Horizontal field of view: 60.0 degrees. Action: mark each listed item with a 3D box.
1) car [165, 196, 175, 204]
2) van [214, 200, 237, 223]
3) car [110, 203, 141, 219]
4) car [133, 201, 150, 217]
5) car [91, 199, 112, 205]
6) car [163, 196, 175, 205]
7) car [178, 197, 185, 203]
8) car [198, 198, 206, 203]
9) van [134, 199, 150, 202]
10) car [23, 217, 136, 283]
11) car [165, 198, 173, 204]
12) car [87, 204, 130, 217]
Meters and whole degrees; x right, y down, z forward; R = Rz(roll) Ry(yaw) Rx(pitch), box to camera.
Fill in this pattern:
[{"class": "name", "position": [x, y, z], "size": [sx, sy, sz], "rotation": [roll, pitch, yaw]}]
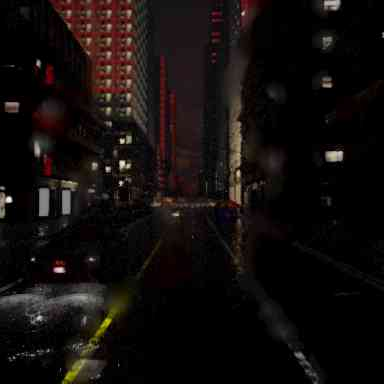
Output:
[{"class": "car", "position": [-5.665, 2.057, 87.523], "size": [2.192, 1.841, 5.009], "rotation": [1, 0, 0]}, {"class": "van", "position": [2.710, 1.574, 27.280], "size": [1.690, 1.788, 3.998], "rotation": [1, 0, 0]}, {"class": "car", "position": [-5.641, 1.814, 27.226], "size": [1.802, 1.307, 4.206], "rotation": [1, 0, 0]}, {"class": "car", "position": [-5.641, 1.845, 32.765], "size": [1.947, 1.339, 4.313], "rotation": [1, 0, 0]}, {"class": "car", "position": [-16.486, 2.015, 60.953], "size": [4.097, 1.590, 1.967], "rotation": [0, -2, 0]}, {"class": "car", "position": [-5.668, 2.088, 76.372], "size": [1.967, 1.590, 4.097], "rotation": [1, 0, 0]}, {"class": "car", "position": [-2.994, 2.285, 95.247], "size": [1.882, 1.535, 5.008], "rotation": [0, 0, 0]}, {"class": "car", "position": [2.709, 2.324, 87.582], "size": [1.802, 1.307, 4.206], "rotation": [1, 0, 0]}, {"class": "van", "position": [-5.806, 1.667, 38.308], "size": [1.690, 1.788, 3.998], "rotation": [1, 0, 0]}, {"class": "car", "position": [-3.099, 1.648, 9.752], "size": [1.994, 1.385, 4.181], "rotation": [0, 0, 0]}, {"class": "car", "position": [-5.671, 2.277, 81.946], "size": [1.802, 1.307, 4.206], "rotation": [1, 0, 0]}, {"class": "car", "position": [-5.641, 1.736, 21.685], "size": [2.008, 1.369, 4.403], "rotation": [1, 0, 0]}]
